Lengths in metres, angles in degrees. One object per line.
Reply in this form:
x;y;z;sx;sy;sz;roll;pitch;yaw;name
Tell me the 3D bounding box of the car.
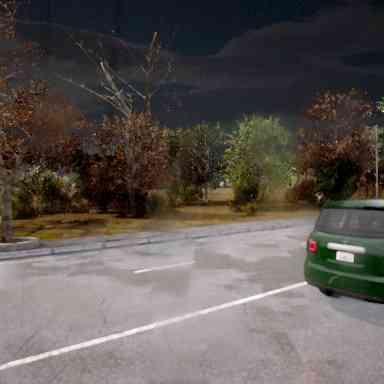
4.750;1.141;7.130;5.566;2.045;2.150;-1;1;-35;car
